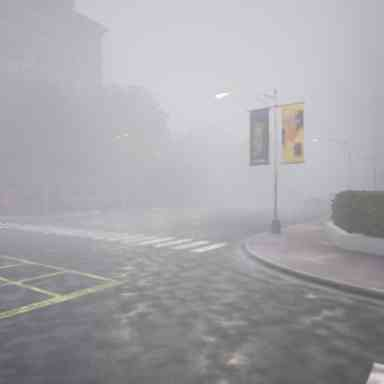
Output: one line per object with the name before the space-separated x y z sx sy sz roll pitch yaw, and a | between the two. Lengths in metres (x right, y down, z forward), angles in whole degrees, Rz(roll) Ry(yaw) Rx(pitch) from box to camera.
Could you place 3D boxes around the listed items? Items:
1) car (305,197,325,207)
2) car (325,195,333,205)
car | 19.410 1.536 52.874 2.128 1.511 4.902 0 0 35
car | 22.269 1.598 50.868 1.994 1.385 4.181 0 0 36
